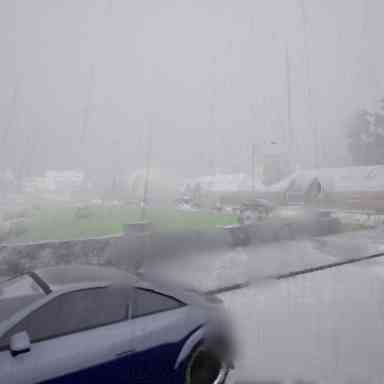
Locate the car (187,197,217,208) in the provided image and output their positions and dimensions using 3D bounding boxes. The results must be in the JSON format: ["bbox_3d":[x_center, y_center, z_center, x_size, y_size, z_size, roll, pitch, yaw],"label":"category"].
[{"bbox_3d":[1.623,1.564,45.864,1.994,1.385,4.181,0,0,-36],"label":"car"}]

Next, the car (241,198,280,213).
[{"bbox_3d":[7.606,1.506,37.456,1.837,1.490,4.892,0,0,-35],"label":"car"}]

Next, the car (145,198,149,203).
[{"bbox_3d":[-7.588,1.478,65.849,1.882,1.535,5.008,0,0,-35],"label":"car"}]

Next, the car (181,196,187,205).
[{"bbox_3d":[-1.664,1.478,57.614,1.882,1.535,5.008,0,0,-35],"label":"car"}]

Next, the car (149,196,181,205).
[{"bbox_3d":[-4.469,1.547,54.482,2.033,1.411,5.357,0,0,-35],"label":"car"}]

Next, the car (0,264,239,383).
[{"bbox_3d":[-1.508,1.564,3.528,4.181,1.385,1.994,0,0,-35],"label":"car"}]
